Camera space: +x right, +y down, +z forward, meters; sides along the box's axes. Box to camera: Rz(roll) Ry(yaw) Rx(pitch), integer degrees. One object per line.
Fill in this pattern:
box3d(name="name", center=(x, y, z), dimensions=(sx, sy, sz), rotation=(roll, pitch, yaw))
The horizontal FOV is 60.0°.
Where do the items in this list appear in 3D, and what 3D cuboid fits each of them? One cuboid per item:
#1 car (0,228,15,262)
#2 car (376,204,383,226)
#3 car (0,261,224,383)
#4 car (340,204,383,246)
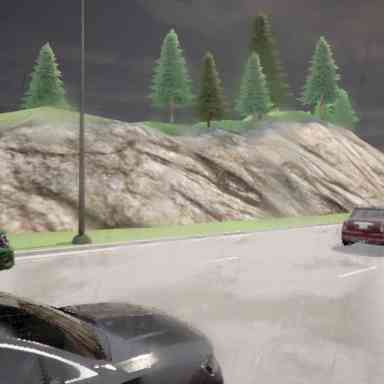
box3d(name="car", center=(-7.058, 1.221, 7.303), dimensions=(5.566, 2.045, 2.150), rotation=(0, 0, -36))
box3d(name="car", center=(14.715, 1.563, 22.887), dimensions=(4.181, 1.385, 1.994), rotation=(0, 0, -36))
box3d(name="car", center=(-1.953, 1.504, 2.354), dimensions=(4.892, 1.490, 1.837), rotation=(0, 0, -36))
box3d(name="car", center=(8.296, 1.353, 13.981), dimensions=(4.553, 1.767, 2.097), rotation=(0, 0, -36))
